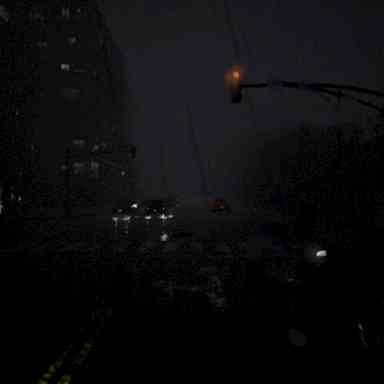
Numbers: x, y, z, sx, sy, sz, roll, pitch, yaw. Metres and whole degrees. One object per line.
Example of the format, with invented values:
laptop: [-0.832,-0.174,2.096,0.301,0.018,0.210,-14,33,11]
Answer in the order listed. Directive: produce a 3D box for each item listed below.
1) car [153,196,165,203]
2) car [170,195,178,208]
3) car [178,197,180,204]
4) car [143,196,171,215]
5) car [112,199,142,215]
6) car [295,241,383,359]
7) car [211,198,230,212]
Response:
car: [-6.696,1.540,68.172,2.033,1.411,5.357,0,0,0]
car: [-3.480,1.479,47.426,2.128,1.511,4.902,0,0,0]
car: [-3.476,1.343,64.104,2.097,1.767,4.553,0,0,0]
car: [-3.444,1.494,33.275,1.837,1.490,4.892,0,0,0]
car: [-6.693,1.479,33.402,2.128,1.511,4.902,0,0,0]
car: [3.334,1.560,5.955,1.994,1.385,4.181,0,0,0]
car: [3.244,1.465,38.411,1.882,1.535,5.008,0,0,0]
